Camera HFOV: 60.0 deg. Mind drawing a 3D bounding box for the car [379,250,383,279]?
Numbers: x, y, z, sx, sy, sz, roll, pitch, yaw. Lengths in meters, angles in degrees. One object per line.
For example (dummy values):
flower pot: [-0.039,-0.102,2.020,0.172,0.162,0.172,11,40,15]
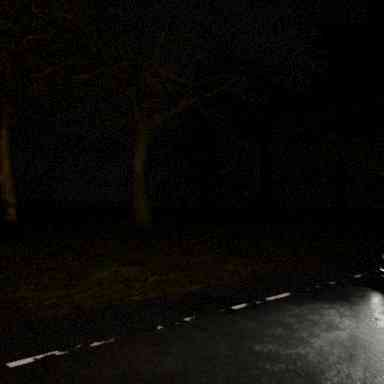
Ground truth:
car: [6.889,1.619,8.898,4.902,1.511,2.128,1,0,-35]
